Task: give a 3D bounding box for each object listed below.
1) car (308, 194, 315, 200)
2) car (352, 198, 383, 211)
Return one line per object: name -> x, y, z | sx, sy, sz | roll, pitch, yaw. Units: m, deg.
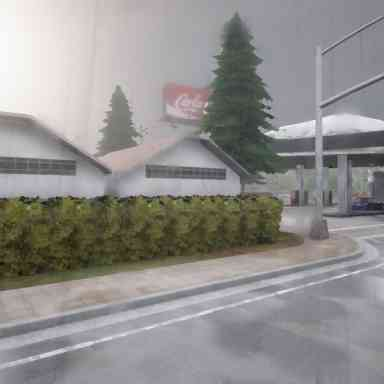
car -> 31.815, 1.330, 88.879 | 2.152, 1.636, 5.027 | 0, 0, -36
car -> 20.814, 1.480, 39.371 | 4.611, 1.667, 2.242 | 0, 0, -36
